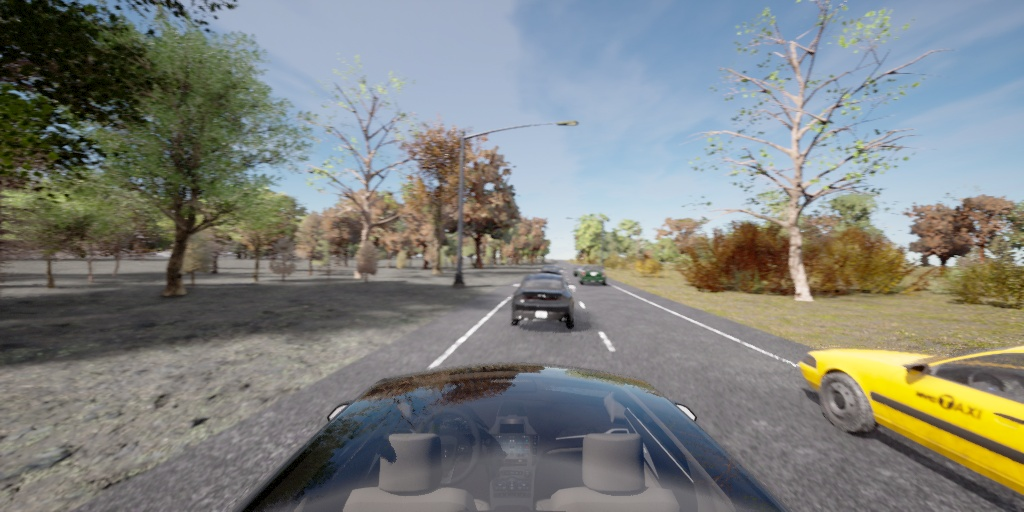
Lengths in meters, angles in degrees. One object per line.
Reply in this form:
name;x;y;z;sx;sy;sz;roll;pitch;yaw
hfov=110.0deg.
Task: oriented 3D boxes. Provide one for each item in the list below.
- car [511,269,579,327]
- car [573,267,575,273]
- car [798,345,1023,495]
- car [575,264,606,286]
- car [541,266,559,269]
car;1.064;1.364;12.136;1.837;1.490;4.892;1;0;6
car;8.649;1.879;44.714;1.994;1.385;4.181;1;0;9
car;4.712;1.340;2.712;1.801;1.575;5.366;2;0;6
car;6.774;1.508;30.657;2.097;1.767;4.553;1;0;8
car;3.201;1.561;30.093;1.837;1.490;4.892;1;0;7
